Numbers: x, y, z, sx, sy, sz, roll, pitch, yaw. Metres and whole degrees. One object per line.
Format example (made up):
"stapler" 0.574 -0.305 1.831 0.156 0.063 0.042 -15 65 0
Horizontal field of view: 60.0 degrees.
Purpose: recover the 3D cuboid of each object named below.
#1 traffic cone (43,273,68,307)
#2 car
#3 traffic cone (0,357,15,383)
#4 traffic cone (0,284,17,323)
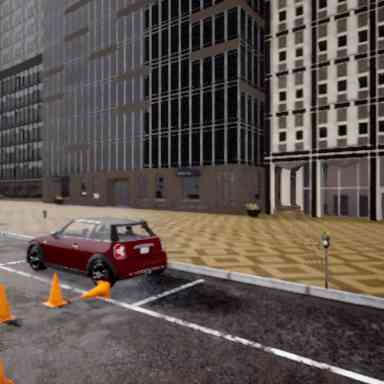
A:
"traffic cone" -2.690 1.901 6.555 0.340 0.580 0.340 1 0 36
"car" -2.695 1.377 9.009 4.097 1.590 1.967 1 -1 36
"traffic cone" -2.250 1.916 3.761 0.340 0.580 0.340 1 0 36
"traffic cone" -3.278 1.895 5.747 0.340 0.580 0.340 1 0 36
